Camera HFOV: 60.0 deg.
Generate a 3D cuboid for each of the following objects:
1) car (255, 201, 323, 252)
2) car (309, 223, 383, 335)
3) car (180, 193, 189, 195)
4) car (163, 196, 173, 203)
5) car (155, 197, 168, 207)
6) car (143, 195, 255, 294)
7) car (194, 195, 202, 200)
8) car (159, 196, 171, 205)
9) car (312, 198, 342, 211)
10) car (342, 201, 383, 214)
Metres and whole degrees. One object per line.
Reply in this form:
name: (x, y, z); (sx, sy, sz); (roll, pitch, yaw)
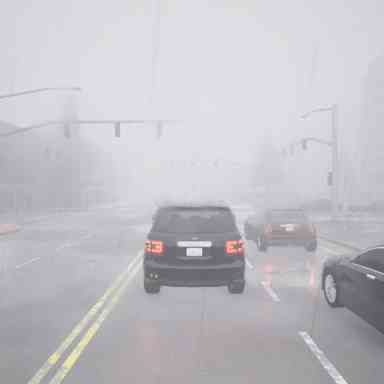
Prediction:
car: (3.537, 1.352, 14.123); (2.097, 1.767, 4.553); (0, 0, 0)
car: (3.607, 1.505, 5.042); (1.837, 1.490, 4.892); (0, 0, 0)
car: (-1.783, 1.496, 80.180); (1.837, 1.490, 4.892); (0, 0, -1)
car: (-5.068, 1.552, 71.174); (1.994, 1.385, 4.181); (0, 0, -1)
car: (-4.696, 1.526, 51.903); (1.812, 1.442, 4.674); (0, 0, -1)
car: (0.055, 1.221, 8.945); (2.150, 2.045, 5.566); (0, 0, 0)
car: (1.475, 1.552, 90.326); (1.994, 1.385, 4.181); (0, 0, -1)
car: (-4.895, 1.477, 61.293); (1.882, 1.535, 5.008); (0, 0, -1)
car: (14.441, 1.505, 37.522); (4.892, 1.490, 1.837); (0, 0, -2)
car: (18.490, 1.601, 34.129); (4.718, 1.301, 1.895); (0, 0, -2)
